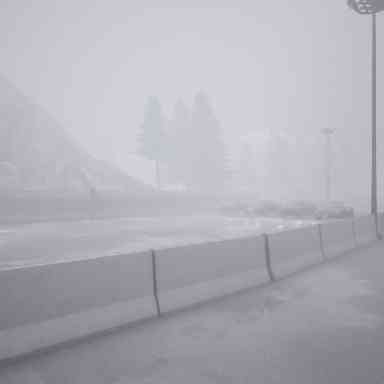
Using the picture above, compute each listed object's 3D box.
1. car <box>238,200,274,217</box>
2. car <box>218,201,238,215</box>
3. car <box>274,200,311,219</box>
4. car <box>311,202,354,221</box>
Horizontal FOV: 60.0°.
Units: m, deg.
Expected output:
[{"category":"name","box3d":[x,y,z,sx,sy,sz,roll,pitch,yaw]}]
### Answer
[{"category":"car","box3d":[6.929,1.493,31.846,2.128,1.511,4.902,0,0,42]},{"category":"car","box3d":[4.761,1.601,34.668,1.895,1.301,4.718,0,0,41]},{"category":"car","box3d":[9.555,1.478,29.531,1.882,1.535,5.008,0,0,42]},{"category":"car","box3d":[11.421,1.525,26.372,1.812,1.442,4.674,0,0,42]}]
